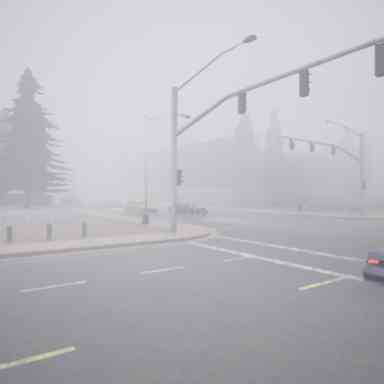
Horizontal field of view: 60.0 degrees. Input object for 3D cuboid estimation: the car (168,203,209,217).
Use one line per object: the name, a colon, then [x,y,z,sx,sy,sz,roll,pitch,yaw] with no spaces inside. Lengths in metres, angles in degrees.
car: [-0.397,1.722,33.073,1.895,1.301,4.718,0,0,-36]

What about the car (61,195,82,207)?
car: [-19.755,1.321,54.270,2.150,2.045,5.566,0,-1,-35]

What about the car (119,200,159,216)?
car: [-5.205,1.576,33.784,1.882,1.535,5.008,0,0,-36]

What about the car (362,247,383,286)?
car: [6.378,1.612,8.284,5.357,1.411,2.033,0,0,-35]

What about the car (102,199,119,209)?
car: [-11.552,1.685,48.714,1.994,1.385,4.181,0,0,-35]
